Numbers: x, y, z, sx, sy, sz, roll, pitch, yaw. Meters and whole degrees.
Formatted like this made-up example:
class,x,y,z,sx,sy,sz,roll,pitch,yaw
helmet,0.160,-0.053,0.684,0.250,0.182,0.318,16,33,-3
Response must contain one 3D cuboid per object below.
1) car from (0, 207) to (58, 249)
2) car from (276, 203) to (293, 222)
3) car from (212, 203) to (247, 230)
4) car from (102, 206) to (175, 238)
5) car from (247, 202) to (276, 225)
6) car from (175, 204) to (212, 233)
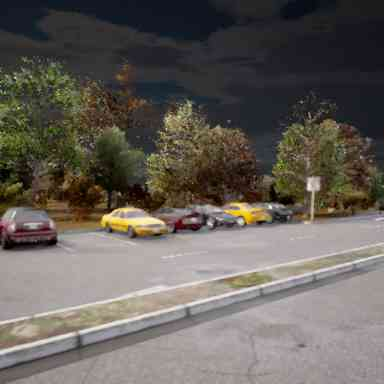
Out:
class,x,y,z,sx,sy,sz,roll,pitch,yaw
car,-7.889,1.496,15.613,2.185,1.767,4.553,0,0,-36
car,5.393,1.524,25.441,2.231,1.521,4.892,-1,0,-36
car,0.953,1.568,22.181,2.231,1.521,4.892,-1,0,-36
car,-3.368,1.596,18.755,1.946,1.575,5.366,0,0,-36
car,3.175,1.546,23.806,2.097,1.535,5.008,-1,0,-36
car,-1.274,1.617,20.567,2.163,1.488,4.792,0,0,-36
